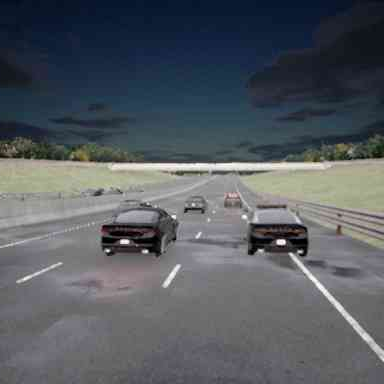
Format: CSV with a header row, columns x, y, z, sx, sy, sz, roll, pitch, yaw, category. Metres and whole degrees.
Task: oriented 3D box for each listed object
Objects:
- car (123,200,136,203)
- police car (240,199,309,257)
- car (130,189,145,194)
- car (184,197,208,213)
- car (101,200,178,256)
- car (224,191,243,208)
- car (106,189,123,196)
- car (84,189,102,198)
x,y,z,sx,sy,sz,roll,pitch,yaw,category
-4.010,1.249,23.126,1.994,1.385,4.181,0,1,7,car
2.944,1.257,12.459,1.930,1.638,5.238,0,1,7,police car
-10.221,0.189,62.318,2.128,1.511,4.902,0,2,7,car
0.398,1.126,30.842,2.033,1.411,5.357,0,1,6,car
-1.720,1.302,12.390,1.882,1.535,5.008,0,1,7,car
4.566,0.954,36.937,2.128,1.511,4.902,0,1,7,car
-14.006,0.286,60.130,1.837,1.490,4.892,0,2,7,car
-17.628,0.308,59.272,2.128,1.511,4.902,0,2,7,car
